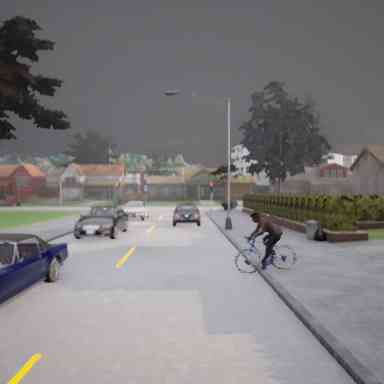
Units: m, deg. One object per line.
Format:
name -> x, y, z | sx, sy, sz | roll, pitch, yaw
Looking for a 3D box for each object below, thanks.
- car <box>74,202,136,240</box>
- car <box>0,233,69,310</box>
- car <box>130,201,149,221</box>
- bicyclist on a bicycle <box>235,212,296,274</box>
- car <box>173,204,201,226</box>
car -> -4.418, 1.455, 16.788 | 2.128, 1.511, 4.902 | 0, 0, -1
car -> -4.225, 1.586, 6.777 | 1.895, 1.301, 4.718 | 0, 0, -1
car -> -4.548, 1.466, 26.772 | 1.812, 1.442, 4.674 | 0, 0, -1
bicyclist on a bicycle -> 1.930, 1.355, 8.904 | 1.656, 1.620, 0.582 | -5, 0, -1
car -> -0.366, 1.496, 22.790 | 2.033, 1.411, 5.357 | 0, 0, -1
